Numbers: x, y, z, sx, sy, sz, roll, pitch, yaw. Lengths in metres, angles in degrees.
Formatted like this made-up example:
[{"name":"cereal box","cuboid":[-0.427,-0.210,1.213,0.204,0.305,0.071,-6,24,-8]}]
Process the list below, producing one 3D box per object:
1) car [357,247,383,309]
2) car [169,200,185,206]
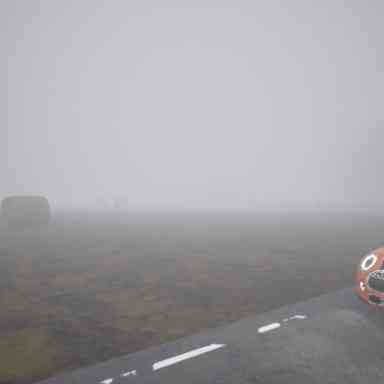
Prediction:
[{"name":"car","cuboid":[5.444,1.372,6.950,4.553,1.767,2.097,0,0,-35]},{"name":"car","cuboid":[-3.646,2.572,80.232,2.128,1.511,4.902,-2,0,-35]}]
